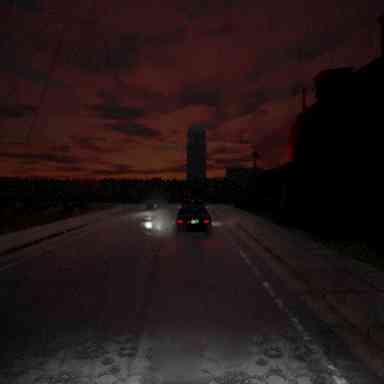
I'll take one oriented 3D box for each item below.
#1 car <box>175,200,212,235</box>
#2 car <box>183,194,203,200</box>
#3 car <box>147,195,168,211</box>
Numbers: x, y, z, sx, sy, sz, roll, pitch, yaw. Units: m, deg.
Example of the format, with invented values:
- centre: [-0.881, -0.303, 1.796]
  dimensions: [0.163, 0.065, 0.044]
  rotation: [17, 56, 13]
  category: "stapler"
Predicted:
- centre: [0.069, 1.353, 17.426]
  dimensions: [2.033, 1.411, 5.357]
  rotation: [0, 1, 0]
  category: "car"
- centre: [0.072, 0.945, 35.622]
  dimensions: [2.097, 1.767, 4.553]
  rotation: [0, 1, 0]
  category: "car"
- centre: [-3.567, 1.087, 34.816]
  dimensions: [2.128, 1.511, 4.902]
  rotation: [0, 1, 0]
  category: "car"
